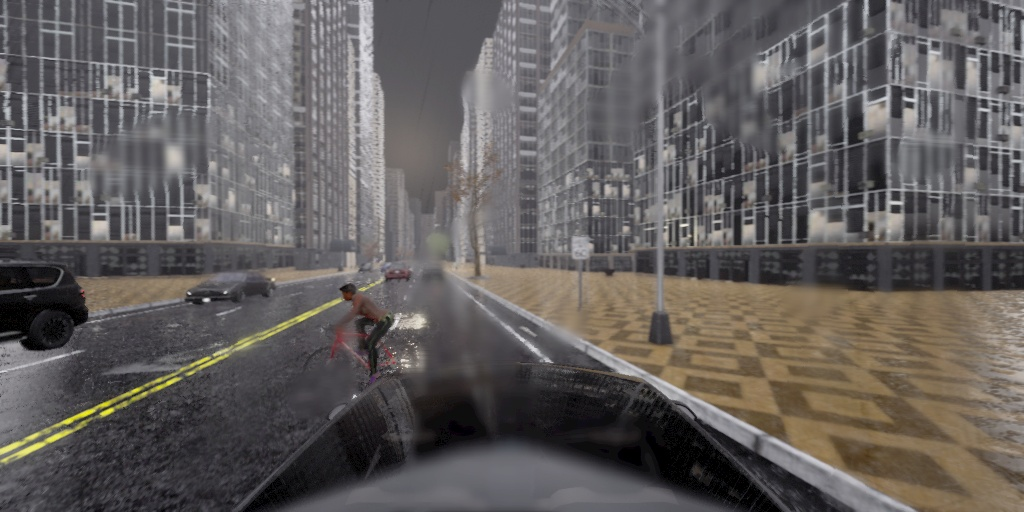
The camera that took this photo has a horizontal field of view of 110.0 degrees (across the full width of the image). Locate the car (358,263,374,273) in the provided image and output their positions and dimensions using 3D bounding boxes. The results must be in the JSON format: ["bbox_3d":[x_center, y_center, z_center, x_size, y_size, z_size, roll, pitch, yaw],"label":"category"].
[{"bbox_3d":[-22.778,1.861,56.052,1.837,1.490,4.892,0,0,-13],"label":"car"}]

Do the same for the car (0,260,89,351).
[{"bbox_3d":[-10.941,1.081,6.330,2.150,2.045,5.566,0,-1,-13],"label":"car"}]

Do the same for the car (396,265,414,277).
[{"bbox_3d":[-13.224,1.802,44.575,1.895,1.301,4.718,0,-1,-13],"label":"car"}]

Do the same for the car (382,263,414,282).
[{"bbox_3d":[-10.587,1.442,33.612,2.097,1.767,4.553,0,-1,-13],"label":"car"}]

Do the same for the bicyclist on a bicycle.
[{"bbox_3d":[-2.354,1.250,5.597,1.656,1.620,0.582,-2,0,-13],"label":"bicyclist on a bicycle"}]

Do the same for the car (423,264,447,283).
[{"bbox_3d":[-7.037,1.566,32.628,1.837,1.490,4.892,0,0,-13],"label":"car"}]

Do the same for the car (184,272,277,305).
[{"bbox_3d":[-13.698,1.521,17.918,2.033,1.411,5.357,0,-1,-14],"label":"car"}]
